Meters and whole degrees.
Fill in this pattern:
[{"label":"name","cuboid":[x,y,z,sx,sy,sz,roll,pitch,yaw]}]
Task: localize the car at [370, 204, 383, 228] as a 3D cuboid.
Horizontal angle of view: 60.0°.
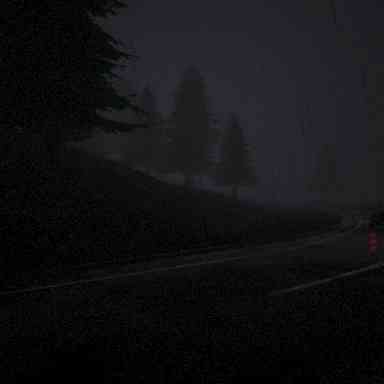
[{"label":"car","cuboid":[12.397,1.507,21.066,1.812,1.442,4.674,0,0,32]}]
